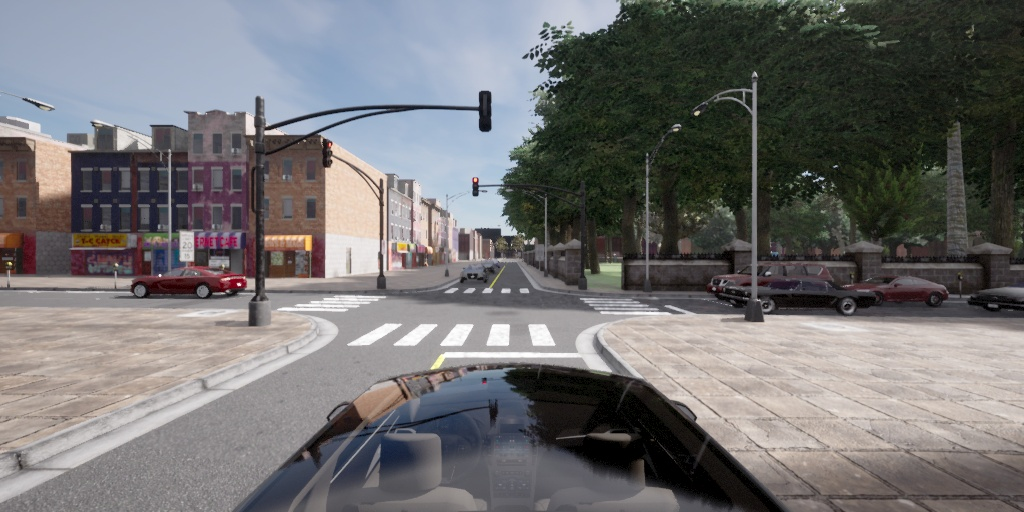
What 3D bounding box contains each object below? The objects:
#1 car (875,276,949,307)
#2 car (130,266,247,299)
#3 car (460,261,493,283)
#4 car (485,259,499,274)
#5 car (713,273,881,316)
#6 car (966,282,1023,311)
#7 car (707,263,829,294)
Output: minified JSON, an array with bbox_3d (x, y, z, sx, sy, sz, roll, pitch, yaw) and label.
[{"bbox_3d":[17.160,1.537,16.292,4.207,1.307,1.802,0,0,0],"label":"car"},{"bbox_3d":[-14.716,1.153,16.402,4.507,1.381,1.888,0,0,0],"label":"car"},{"bbox_3d":[-2.848,1.317,27.936,1.994,1.385,4.181,0,0,0],"label":"car"},{"bbox_3d":[-2.848,1.250,40.785,1.837,1.490,4.892,0,0,0],"label":"car"},{"bbox_3d":[10.765,1.486,13.822,4.718,1.301,1.895,1,0,2],"label":"car"},{"bbox_3d":[21.116,1.553,13.737,5.357,1.411,2.033,1,0,0],"label":"car"},{"bbox_3d":[11.712,1.206,16.311,5.009,1.841,2.192,0,0,0],"label":"car"}]
